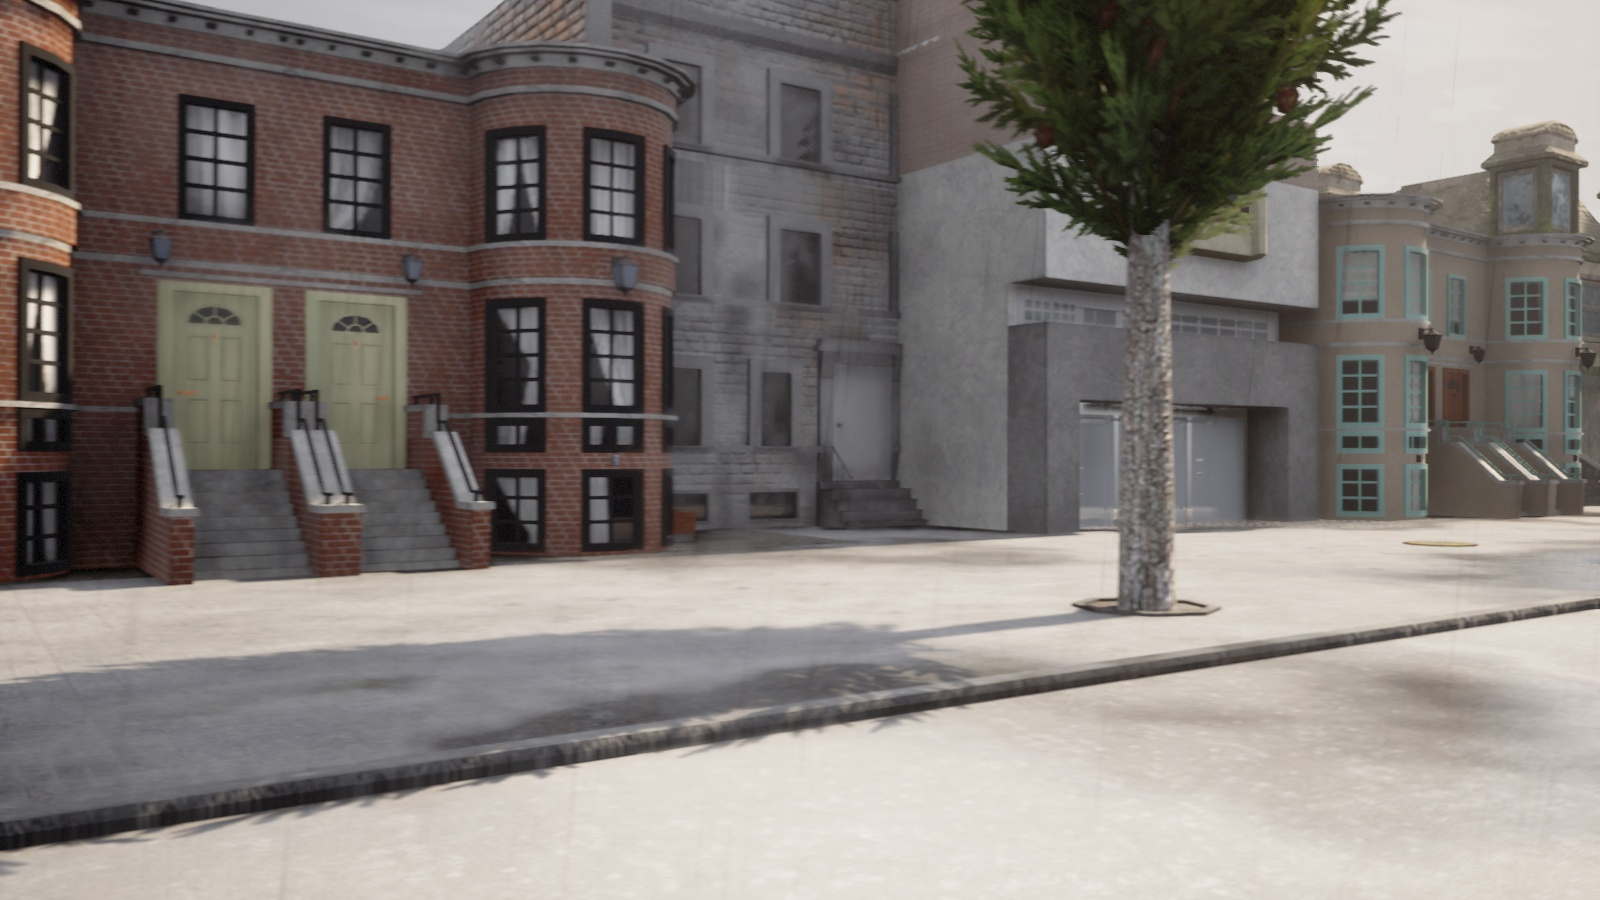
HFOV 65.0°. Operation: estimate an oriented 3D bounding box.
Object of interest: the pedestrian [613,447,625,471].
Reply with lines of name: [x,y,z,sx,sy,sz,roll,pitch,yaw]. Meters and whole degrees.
pedestrian: [-14.152,0.725,98.163,0.634,1.844,0.899,0,0,-33]
